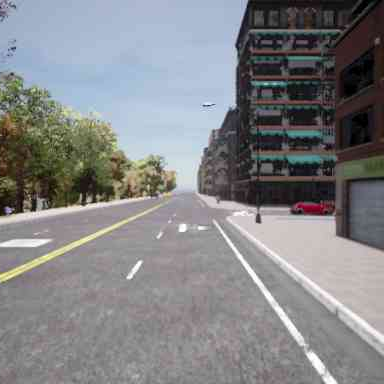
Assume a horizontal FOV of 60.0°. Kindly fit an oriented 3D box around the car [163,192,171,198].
[{"bbox_3d":[-6.470,0.756,86.482,1.882,1.535,5.008,0,0,0],"label":"car"}]

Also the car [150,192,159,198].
[{"bbox_3d":[-9.720,0.779,86.484,1.837,1.490,4.892,0,0,0],"label":"car"}]

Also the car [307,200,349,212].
[{"bbox_3d":[16.313,1.696,39.999,4.206,1.307,1.802,1,0,0],"label":"car"}]

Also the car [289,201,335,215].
[{"bbox_3d":[12.223,1.647,34.307,4.181,1.385,1.994,1,0,0],"label":"car"}]
